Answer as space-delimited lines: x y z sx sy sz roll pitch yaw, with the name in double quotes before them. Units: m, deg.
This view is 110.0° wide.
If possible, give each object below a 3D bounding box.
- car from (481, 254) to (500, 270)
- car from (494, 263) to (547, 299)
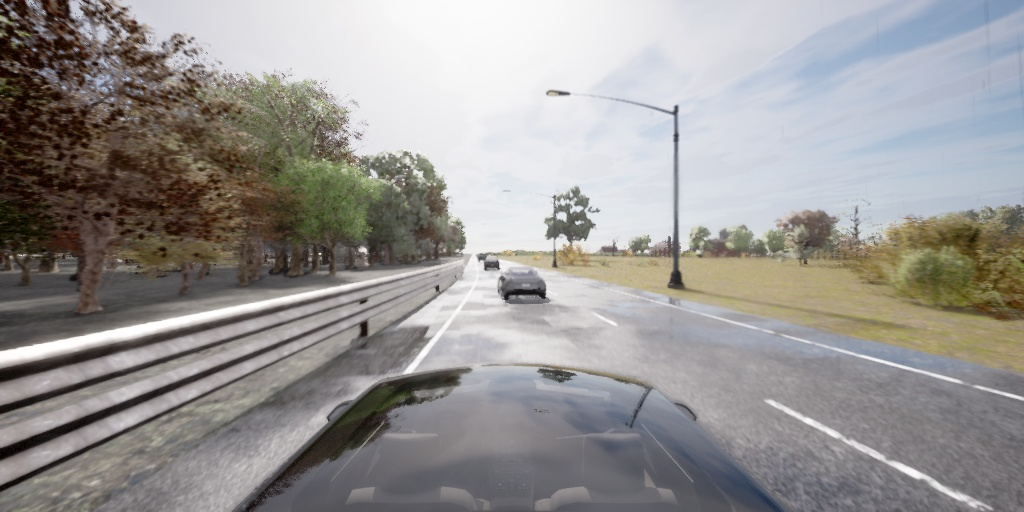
"car" -2.518 0.912 44.522 1.882 1.535 5.008 0 0 -6
"car" 0.390 1.201 17.265 1.994 1.385 4.181 0 0 -6
